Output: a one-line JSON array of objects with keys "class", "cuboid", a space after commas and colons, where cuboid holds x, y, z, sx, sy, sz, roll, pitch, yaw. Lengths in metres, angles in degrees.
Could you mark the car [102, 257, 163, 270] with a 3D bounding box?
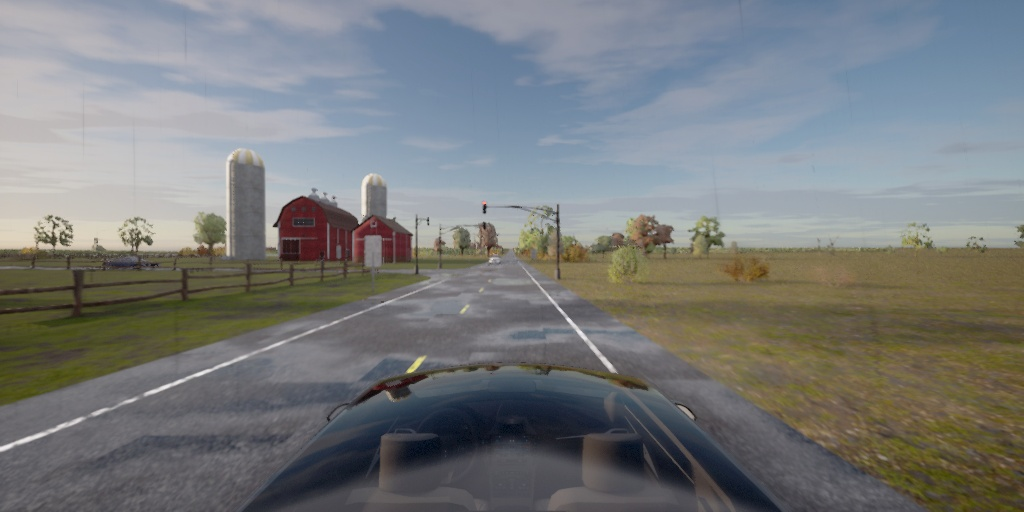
[{"class": "car", "cuboid": [-43.065, 0.789, 40.725, 5.357, 1.411, 2.033, 1, 1, 0]}]
